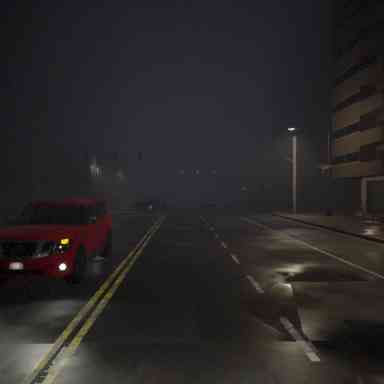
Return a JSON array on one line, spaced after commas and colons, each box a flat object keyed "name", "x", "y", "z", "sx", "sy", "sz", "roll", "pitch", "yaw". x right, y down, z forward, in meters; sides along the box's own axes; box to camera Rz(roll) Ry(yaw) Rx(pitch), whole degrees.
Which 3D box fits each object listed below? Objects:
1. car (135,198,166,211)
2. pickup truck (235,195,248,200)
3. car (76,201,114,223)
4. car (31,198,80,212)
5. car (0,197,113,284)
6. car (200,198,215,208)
[{"name": "car", "x": -5.270, "y": 1.490, "z": 41.324, "sx": 2.128, "sy": 1.511, "sz": 4.902, "roll": 0, "pitch": 0, "yaw": -42}, {"name": "pickup truck", "x": 13.898, "y": 1.057, "z": 90.859, "sx": 2.390, "sy": 2.098, "sz": 6.274, "roll": 0, "pitch": 0, "yaw": 29}, {"name": "car", "x": -7.793, "y": 1.547, "z": 27.144, "sx": 1.837, "sy": 1.490, "sz": 4.892, "roll": 0, "pitch": 0, "yaw": -2}, {"name": "car", "x": -15.904, "y": 1.490, "z": 38.915, "sx": 4.902, "sy": 1.511, "sz": 2.128, "roll": 0, "pitch": 0, "yaw": 8}, {"name": "car", "x": -3.863, "y": 1.218, "z": 9.927, "sx": 2.150, "sy": 2.045, "sz": 5.566, "roll": 0, "pitch": 0, "yaw": -2}, {"name": "car", "x": 2.170, "y": 1.546, "z": 48.463, "sx": 2.033, "sy": 1.411, "sz": 5.357, "roll": 0, "pitch": 0, "yaw": -3}]
